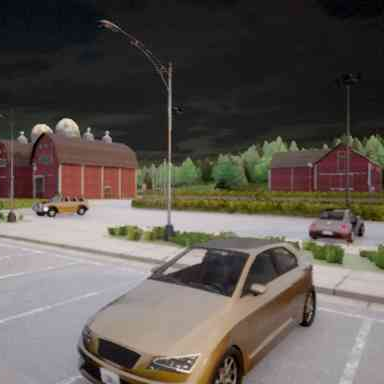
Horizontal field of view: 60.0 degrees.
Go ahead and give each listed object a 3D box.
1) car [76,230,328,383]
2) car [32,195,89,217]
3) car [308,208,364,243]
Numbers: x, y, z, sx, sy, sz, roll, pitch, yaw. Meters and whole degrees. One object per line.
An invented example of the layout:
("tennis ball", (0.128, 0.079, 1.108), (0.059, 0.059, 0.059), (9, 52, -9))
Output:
("car", (0.444, 1.492, 4.865), (1.816, 1.474, 4.193), (0, 0, 36))
("car", (-11.317, 1.160, 29.008), (1.932, 1.855, 4.605), (0, 0, 36))
("car", (7.010, 1.502, 15.992), (1.784, 1.438, 3.905), (0, 0, 36))
